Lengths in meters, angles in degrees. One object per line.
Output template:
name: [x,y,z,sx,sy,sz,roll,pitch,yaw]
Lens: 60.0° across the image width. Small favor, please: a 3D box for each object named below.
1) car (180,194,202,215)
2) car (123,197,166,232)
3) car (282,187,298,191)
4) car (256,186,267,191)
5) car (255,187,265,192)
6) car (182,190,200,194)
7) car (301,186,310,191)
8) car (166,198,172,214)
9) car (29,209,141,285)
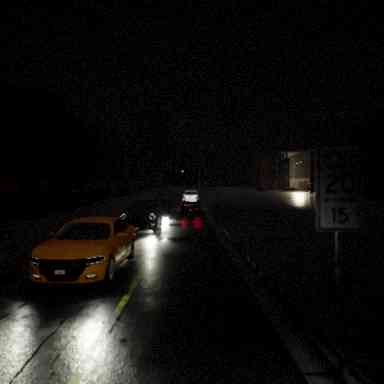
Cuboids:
car: [-0.084,1.303,31.144,2.128,1.511,4.902,0,1,0]
car: [-2.928,1.308,19.803,2.097,1.767,4.553,0,1,0]
car: [26.138,-0.775,88.799,4.206,1.307,1.802,-1,1,0]
car: [18.375,-0.842,87.035,1.802,1.307,4.206,0,1,0]
car: [18.373,-0.722,89.961,1.947,1.339,4.313,0,1,0]
car: [-0.160,0.728,44.992,2.150,2.045,5.566,0,2,0]
car: [31.400,-0.847,88.823,4.313,1.339,1.947,-1,1,0]
car: [-2.897,1.297,31.930,2.128,1.511,4.902,0,1,0]
car: [-2.888,1.479,9.749,1.882,1.535,5.008,0,0,0]
